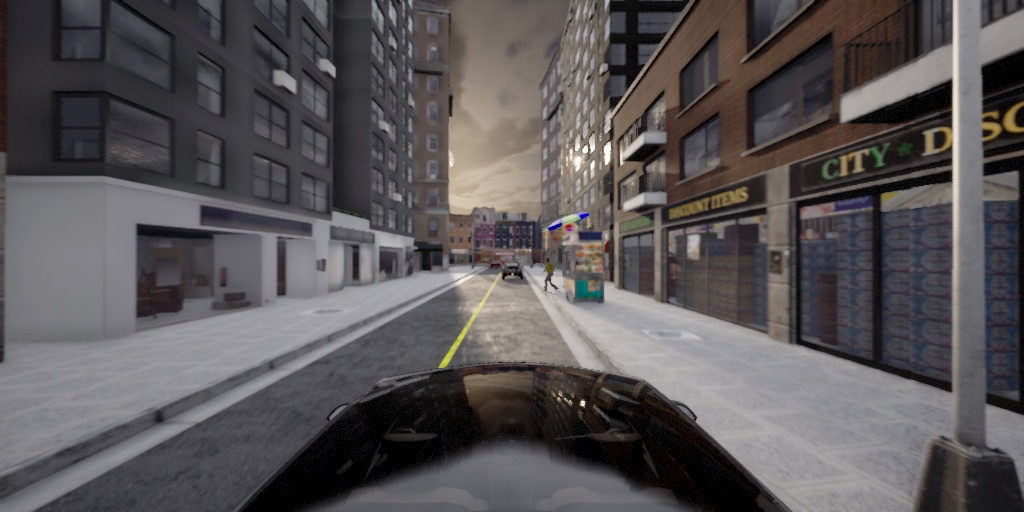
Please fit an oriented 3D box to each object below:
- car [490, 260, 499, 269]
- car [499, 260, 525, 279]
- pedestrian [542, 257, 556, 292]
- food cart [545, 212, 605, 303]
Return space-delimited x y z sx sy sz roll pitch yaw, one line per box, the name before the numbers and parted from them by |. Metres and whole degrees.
car | -2.501 1.296 56.817 1.895 1.301 4.718 0 0 0
car | 0.053 1.227 31.610 1.837 1.490 4.892 0 0 0
pedestrian | 1.833 0.876 18.060 0.375 1.860 0.375 0 0 -10
food cart | 2.885 0.203 15.264 2.280 3.560 4.660 0 0 0
